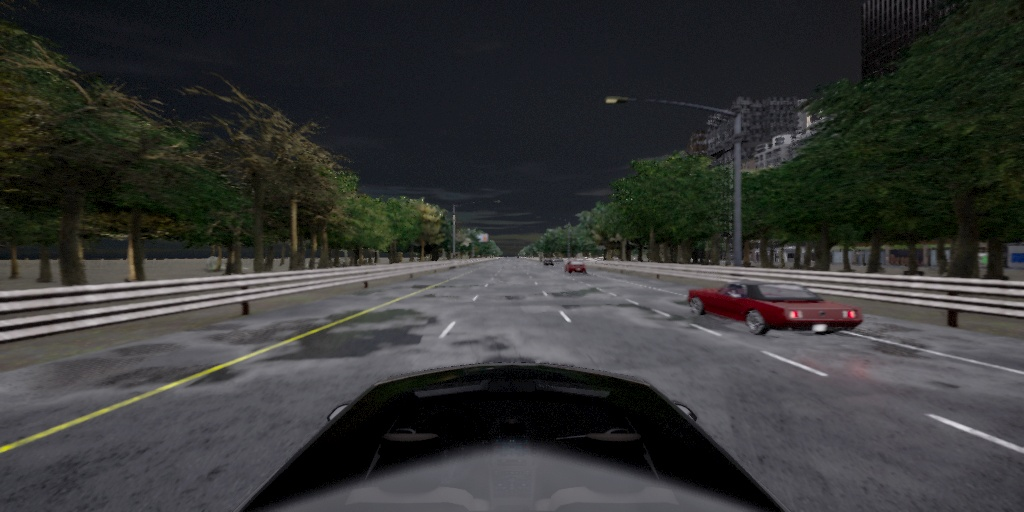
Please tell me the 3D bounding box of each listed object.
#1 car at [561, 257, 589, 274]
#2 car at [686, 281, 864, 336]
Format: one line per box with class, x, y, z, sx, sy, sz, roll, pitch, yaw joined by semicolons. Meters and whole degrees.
car;7.036;1.240;40.322;1.882;1.535;5.008;0;0;0
car;7.003;1.356;10.380;1.895;1.301;4.718;0;0;0
